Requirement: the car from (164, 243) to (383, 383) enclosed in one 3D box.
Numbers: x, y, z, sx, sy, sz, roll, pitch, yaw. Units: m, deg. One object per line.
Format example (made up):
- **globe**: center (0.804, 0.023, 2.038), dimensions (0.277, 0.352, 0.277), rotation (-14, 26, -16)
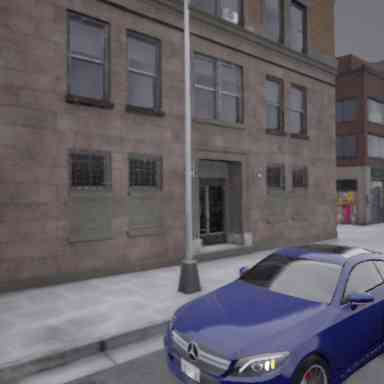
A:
- **car**: center (1.804, 1.552, 4.836), dimensions (4.674, 1.442, 1.812), rotation (0, -1, -38)
